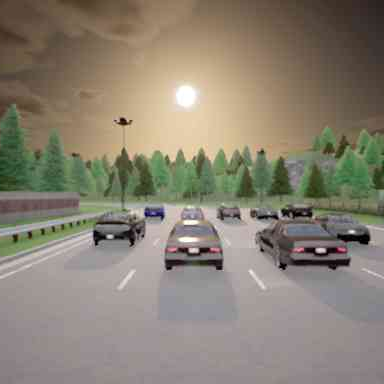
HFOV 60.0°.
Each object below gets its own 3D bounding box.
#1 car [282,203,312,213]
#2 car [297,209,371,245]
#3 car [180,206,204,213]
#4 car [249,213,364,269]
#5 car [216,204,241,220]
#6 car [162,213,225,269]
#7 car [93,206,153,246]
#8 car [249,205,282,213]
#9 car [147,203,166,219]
[{"bbox_3d":[10.294,1.853,33.120,1.882,1.535,5.008,0,-1,-3],"label":"car"},{"bbox_3d":[7.086,1.755,16.731,1.994,1.385,4.181,0,-1,0],"label":"car"},{"bbox_3d":[0.018,1.850,26.671,2.033,1.411,5.357,0,-1,0],"label":"car"},{"bbox_3d":[3.566,1.681,11.673,2.033,1.411,5.357,0,-1,0],"label":"car"},{"bbox_3d":[3.375,1.849,31.545,2.128,1.511,4.902,0,-1,-3],"label":"car"},{"bbox_3d":[0.066,1.681,11.673,2.033,1.411,5.357,0,-1,0],"label":"car"},{"bbox_3d":[-3.415,1.677,16.314,2.128,1.511,4.902,0,-1,0],"label":"car"},{"bbox_3d":[6.841,1.928,32.086,1.994,1.385,4.181,0,-1,-3],"label":"car"},{"bbox_3d":[-3.698,1.852,33.119,1.882,1.535,5.008,0,-1,-3],"label":"car"}]
